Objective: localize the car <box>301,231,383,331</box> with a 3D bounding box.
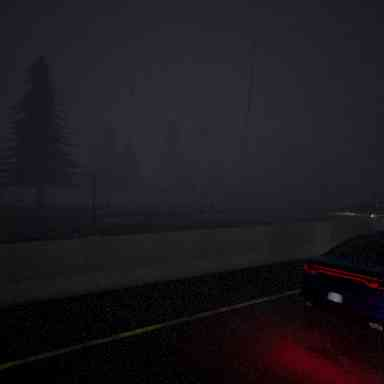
[{"bbox_3d":[4.329,1.515,6.607,5.008,1.535,1.882,0,0,-33],"label":"car"}]
